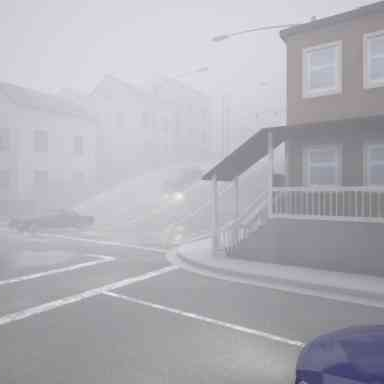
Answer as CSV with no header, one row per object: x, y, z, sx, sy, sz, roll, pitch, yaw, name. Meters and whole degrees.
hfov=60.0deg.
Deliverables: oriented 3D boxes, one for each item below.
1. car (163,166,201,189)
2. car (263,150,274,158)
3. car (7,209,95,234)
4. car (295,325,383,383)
-0.860,-1.512,30.809,1.812,1.442,4.674,0,20,34,car
9.502,-5.303,45.436,1.895,1.301,4.718,0,9,36,car
-8.422,1.716,20.150,1.895,1.301,4.718,0,-1,40,car
2.949,1.526,1.860,4.674,1.442,1.812,0,0,36,car
